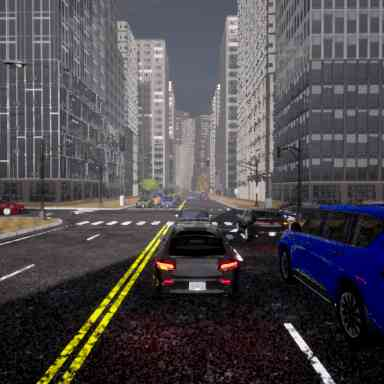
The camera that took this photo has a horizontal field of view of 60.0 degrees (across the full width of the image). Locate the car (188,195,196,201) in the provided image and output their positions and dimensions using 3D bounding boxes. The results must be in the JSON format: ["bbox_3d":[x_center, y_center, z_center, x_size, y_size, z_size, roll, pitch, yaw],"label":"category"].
[{"bbox_3d":[-0.056,1.464,80.807,2.033,1.411,5.357,0,0,0],"label":"car"}]

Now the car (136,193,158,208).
[{"bbox_3d":[-6.660,1.318,47.835,2.097,1.767,4.553,0,0,1],"label":"car"}]

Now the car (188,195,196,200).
[{"bbox_3d":[-0.063,1.461,90.703,1.994,1.385,4.181,0,0,0],"label":"car"}]

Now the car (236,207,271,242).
[{"bbox_3d":[3.339,1.496,16.273,1.837,1.490,4.892,0,0,0],"label":"car"}]

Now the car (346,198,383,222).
[{"bbox_3d":[16.181,1.519,28.391,5.009,1.841,2.192,1,0,1],"label":"car"}]

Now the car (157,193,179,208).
[{"bbox_3d":[-3.378,1.318,47.883,2.097,1.767,4.553,0,0,0],"label":"car"}]

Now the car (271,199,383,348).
[{"bbox_3d":[3.349,1.218,6.413,2.150,2.045,5.566,0,0,0],"label":"car"}]

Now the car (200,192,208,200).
[{"bbox_3d":[3.188,0.967,89.619,2.150,2.045,5.566,0,0,0],"label":"car"}]

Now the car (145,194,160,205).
[{"bbox_3d":[-6.624,1.309,56.473,2.097,1.767,4.553,0,0,0],"label":"car"}]

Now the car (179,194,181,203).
[{"bbox_3d":[-3.374,1.503,57.355,2.033,1.411,5.357,0,0,0],"label":"car"}]

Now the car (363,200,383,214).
[{"bbox_3d":[21.784,1.643,36.682,4.829,1.417,1.752,1,0,1],"label":"car"}]

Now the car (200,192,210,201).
[{"bbox_3d":[3.196,1.443,79.589,1.812,1.442,4.674,0,0,0],"label":"car"}]

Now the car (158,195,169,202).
[{"bbox_3d":[-6.554,1.470,76.482,2.033,1.411,5.357,0,0,0],"label":"car"}]

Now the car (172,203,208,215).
[{"bbox_3d":[0.089,1.538,17.544,2.033,1.411,5.357,0,0,0],"label":"car"}]

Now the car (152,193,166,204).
[{"bbox_3d":[-6.577,1.166,66.002,2.150,2.045,5.566,0,0,1],"label":"car"}]

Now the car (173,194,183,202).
[{"bbox_3d":[-3.304,1.284,77.379,2.097,1.767,4.553,0,0,0],"label":"car"}]

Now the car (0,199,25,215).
[{"bbox_3d":[-18.539,1.330,31.516,5.008,1.535,1.882,1,1,1],"label":"car"}]

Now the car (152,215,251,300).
[{"bbox_3d":[0.093,1.522,8.270,1.812,1.442,4.674,0,0,0],"label":"car"}]

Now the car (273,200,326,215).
[{"bbox_3d":[10.980,1.571,34.161,4.892,1.490,1.837,0,1,0],"label":"car"}]
